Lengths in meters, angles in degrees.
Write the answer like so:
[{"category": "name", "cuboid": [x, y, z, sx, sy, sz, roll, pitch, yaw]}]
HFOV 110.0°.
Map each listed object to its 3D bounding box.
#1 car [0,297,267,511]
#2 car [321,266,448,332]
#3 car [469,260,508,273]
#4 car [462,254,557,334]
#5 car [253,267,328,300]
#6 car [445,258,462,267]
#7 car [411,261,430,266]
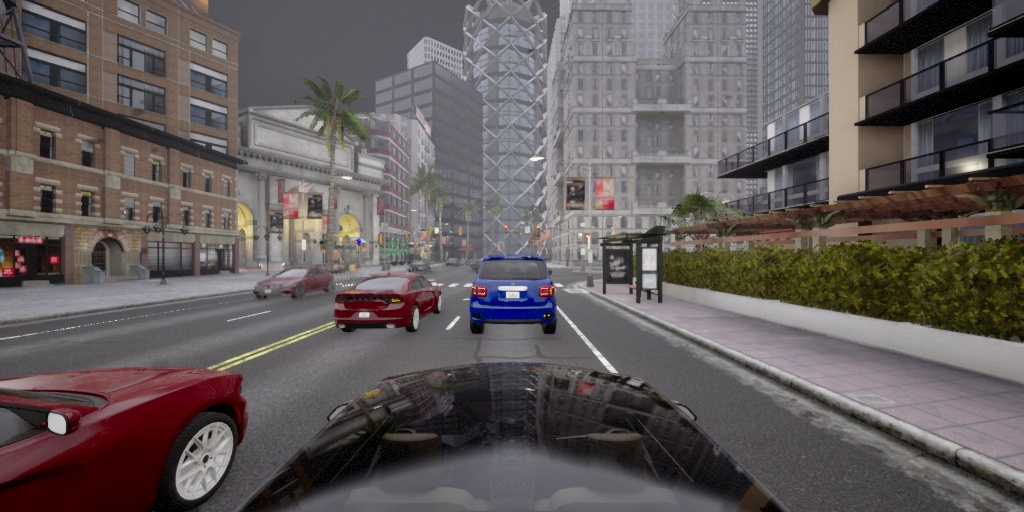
[{"category": "car", "cuboid": [-3.390, 1.228, 1.294, 1.882, 1.535, 5.008, 0, 0, 0]}, {"category": "car", "cuboid": [-3.441, 1.228, 10.873, 1.882, 1.535, 5.008, 0, 0, 0]}, {"category": "car", "cuboid": [-3.010, 1.297, 44.590, 2.033, 1.411, 5.357, 0, 0, -41]}, {"category": "car", "cuboid": [0.054, 0.971, 10.763, 2.150, 2.045, 5.566, 0, 0, 1]}, {"category": "car", "cuboid": [-10.597, 1.275, 17.898, 1.812, 1.442, 4.674, 0, 0, 0]}, {"category": "car", "cuboid": [-10.544, 1.101, 63.426, 2.097, 1.767, 4.553, 0, 0, 0]}, {"category": "car", "cuboid": [-10.591, 1.314, 41.222, 1.994, 1.385, 4.181, 0, 0, 0]}]
